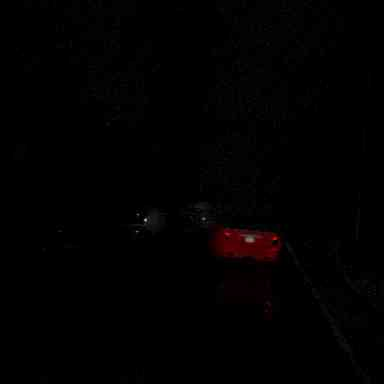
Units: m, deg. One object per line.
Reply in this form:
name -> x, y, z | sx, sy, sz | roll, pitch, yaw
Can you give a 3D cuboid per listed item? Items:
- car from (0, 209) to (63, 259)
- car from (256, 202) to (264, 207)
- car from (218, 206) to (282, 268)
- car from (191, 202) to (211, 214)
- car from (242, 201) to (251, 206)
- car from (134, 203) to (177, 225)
car -> -5.716, 1.171, 9.078 | 2.033, 1.411, 5.357 | 4, 0, 12
car -> 17.971, 3.507, 88.527 | 1.837, 1.490, 4.892 | 4, 0, 12
car -> 2.317, 1.624, 12.875 | 2.097, 1.767, 4.553 | 4, 0, 12
car -> 1.320, 1.983, 42.572 | 1.812, 1.442, 4.674 | 4, 0, 12
car -> 14.551, 3.288, 89.240 | 2.033, 1.411, 5.357 | 4, 0, 12
car -> -2.487, 1.535, 24.656 | 2.033, 1.411, 5.357 | 4, 0, 12
